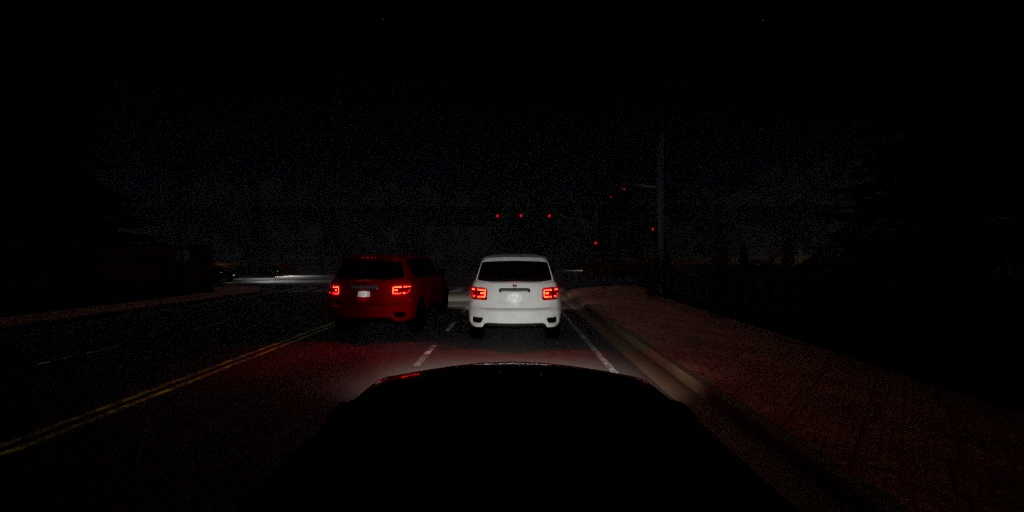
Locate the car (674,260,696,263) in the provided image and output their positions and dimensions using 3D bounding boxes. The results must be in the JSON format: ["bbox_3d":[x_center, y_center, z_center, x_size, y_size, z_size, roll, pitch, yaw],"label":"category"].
[{"bbox_3d":[23.361,1.297,48.978,5.357,1.411,2.033,0,0,0],"label":"car"}]

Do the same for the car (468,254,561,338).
[{"bbox_3d":[0.081,0.971,10.303,2.150,2.045,5.566,0,0,1],"label":"car"}]

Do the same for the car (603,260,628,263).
[{"bbox_3d":[13.593,1.255,49.039,4.892,1.490,1.837,0,0,0],"label":"car"}]

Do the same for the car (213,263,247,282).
[{"bbox_3d":[-24.216,1.241,28.085,4.902,1.511,2.128,0,0,1],"label":"car"}]

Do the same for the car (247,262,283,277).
[{"bbox_3d":[-24.933,1.314,35.104,4.181,1.385,1.994,0,0,0],"label":"car"}]

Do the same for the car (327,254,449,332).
[{"bbox_3d":[-3.419,0.971,10.985,2.150,2.045,5.566,0,0,0],"label":"car"}]

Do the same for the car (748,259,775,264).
[{"bbox_3d":[33.207,1.221,48.938,4.892,1.490,1.837,-1,0,0],"label":"car"}]
